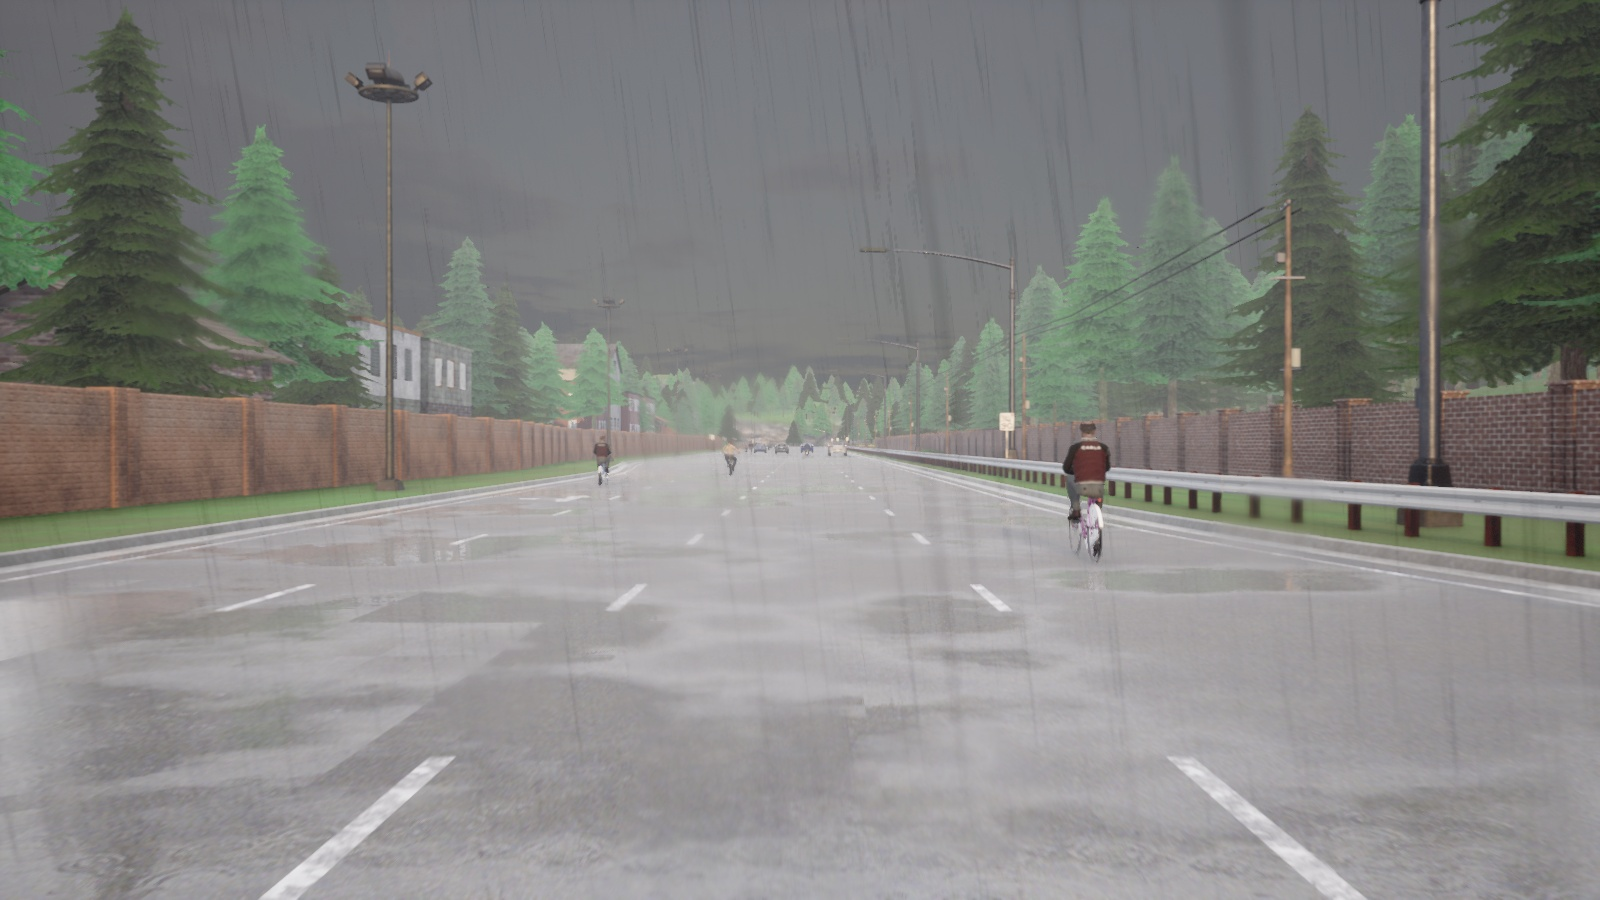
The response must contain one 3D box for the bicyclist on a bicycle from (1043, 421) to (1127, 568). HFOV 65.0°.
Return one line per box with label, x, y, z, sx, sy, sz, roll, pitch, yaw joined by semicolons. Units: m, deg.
bicyclist on a bicycle;3.606;0.529;16.039;0.659;1.776;1.843;0;0;0
